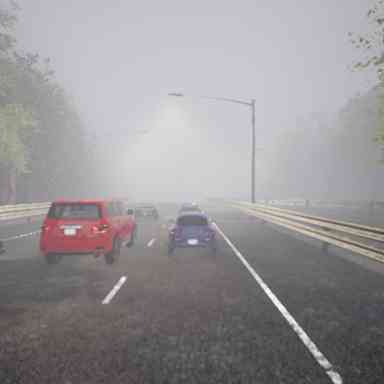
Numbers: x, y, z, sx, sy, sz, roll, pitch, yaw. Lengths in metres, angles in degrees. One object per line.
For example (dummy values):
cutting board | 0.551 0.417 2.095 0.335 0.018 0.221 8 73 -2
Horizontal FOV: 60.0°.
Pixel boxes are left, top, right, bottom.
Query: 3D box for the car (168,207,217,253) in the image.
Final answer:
car | 0.012 1.545 13.725 1.812 1.442 4.674 0 0 0

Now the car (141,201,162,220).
car | -3.697 1.544 28.231 2.128 1.511 4.902 0 0 -1

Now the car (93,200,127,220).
car | -7.224 1.535 29.784 1.882 1.535 5.008 0 0 -1

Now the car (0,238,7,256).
car | -6.966 1.561 8.373 2.033 1.411 5.357 0 0 0

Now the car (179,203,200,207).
car | -0.207 1.616 28.750 1.994 1.385 4.181 0 0 -1

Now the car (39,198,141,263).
car | -3.475 1.238 12.127 2.150 2.045 5.566 0 0 0
